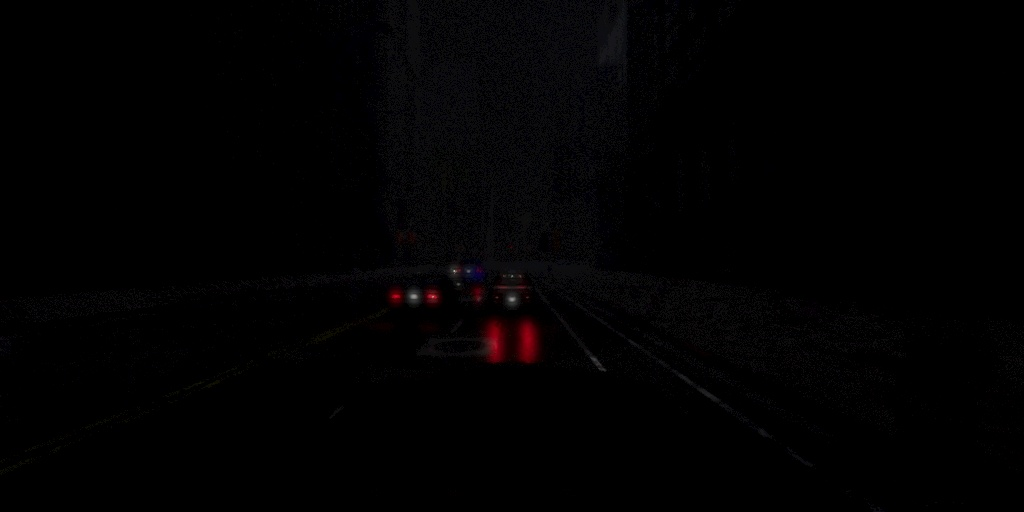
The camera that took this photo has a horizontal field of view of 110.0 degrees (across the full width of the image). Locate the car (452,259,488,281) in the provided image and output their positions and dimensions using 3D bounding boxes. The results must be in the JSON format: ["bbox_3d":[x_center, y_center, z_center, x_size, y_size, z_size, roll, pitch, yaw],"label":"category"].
[{"bbox_3d":[-3.235,1.250,29.408,2.150,2.045,5.566,0,0,0],"label":"car"}]

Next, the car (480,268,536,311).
[{"bbox_3d":[0.021,1.378,15.357,2.128,1.511,4.902,0,0,0],"label":"car"}]

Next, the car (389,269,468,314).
[{"bbox_3d":[-3.239,1.423,14.370,2.033,1.411,5.357,0,-1,0],"label":"car"}]
